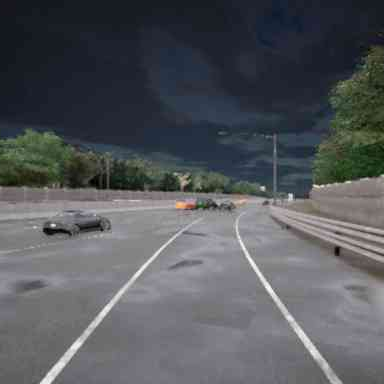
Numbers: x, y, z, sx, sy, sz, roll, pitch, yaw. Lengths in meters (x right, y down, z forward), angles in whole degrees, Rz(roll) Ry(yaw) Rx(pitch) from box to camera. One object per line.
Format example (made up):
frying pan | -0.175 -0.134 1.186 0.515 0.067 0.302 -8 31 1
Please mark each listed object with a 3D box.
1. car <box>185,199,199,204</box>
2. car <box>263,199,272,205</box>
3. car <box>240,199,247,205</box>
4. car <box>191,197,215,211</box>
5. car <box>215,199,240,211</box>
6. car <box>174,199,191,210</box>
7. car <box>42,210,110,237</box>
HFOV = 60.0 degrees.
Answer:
car | 0.048 2.685 95.111 2.128 1.511 4.902 0 -1 21
car | 20.359 2.746 89.413 1.837 1.490 4.892 0 -1 21
car | 13.820 2.582 91.910 2.097 1.767 4.553 0 -1 21
car | 2.212 1.874 52.163 2.150 2.045 5.566 0 -1 21
car | 5.459 2.168 50.857 1.837 1.490 4.892 0 -1 21
car | -1.088 1.993 53.336 2.097 1.767 4.553 0 -1 21
car | -6.649 1.751 19.526 1.994 1.385 4.181 0 -1 21
